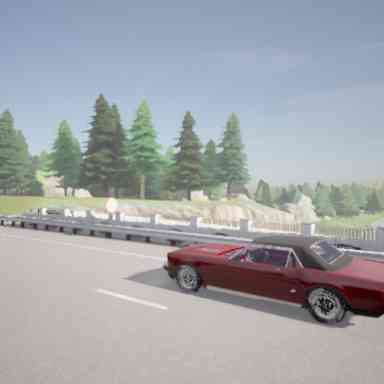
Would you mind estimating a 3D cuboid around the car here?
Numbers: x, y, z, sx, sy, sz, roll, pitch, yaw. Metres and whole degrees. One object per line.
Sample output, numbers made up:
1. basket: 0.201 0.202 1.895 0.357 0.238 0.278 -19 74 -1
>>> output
1. car: 1.663 1.588 7.104 4.718 1.301 1.895 0 0 36
